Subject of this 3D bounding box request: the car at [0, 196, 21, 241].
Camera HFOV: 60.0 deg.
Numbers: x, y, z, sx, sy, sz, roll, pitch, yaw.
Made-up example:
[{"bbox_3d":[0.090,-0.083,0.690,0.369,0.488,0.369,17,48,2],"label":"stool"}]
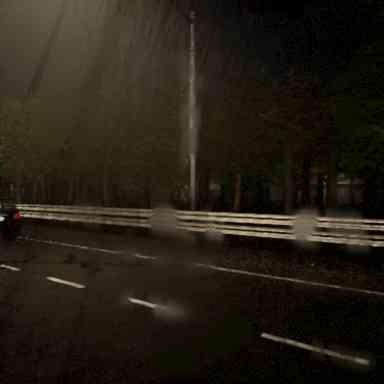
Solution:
[{"bbox_3d":[-10.156,1.215,15.427,5.566,2.045,2.150,0,0,36],"label":"car"}]
